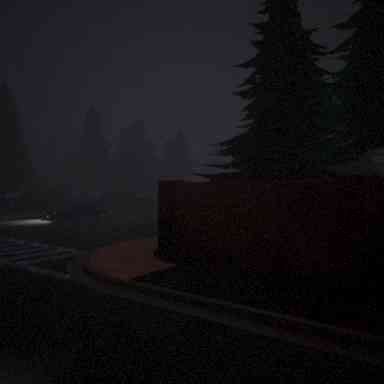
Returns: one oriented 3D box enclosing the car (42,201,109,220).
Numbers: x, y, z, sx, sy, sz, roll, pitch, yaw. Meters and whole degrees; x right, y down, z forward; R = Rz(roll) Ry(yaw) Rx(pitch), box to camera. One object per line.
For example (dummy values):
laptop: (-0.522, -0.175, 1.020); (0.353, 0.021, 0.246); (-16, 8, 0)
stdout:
car: (-9.469, 1.476, 27.571); (2.033, 1.411, 5.357); (0, 0, 35)
